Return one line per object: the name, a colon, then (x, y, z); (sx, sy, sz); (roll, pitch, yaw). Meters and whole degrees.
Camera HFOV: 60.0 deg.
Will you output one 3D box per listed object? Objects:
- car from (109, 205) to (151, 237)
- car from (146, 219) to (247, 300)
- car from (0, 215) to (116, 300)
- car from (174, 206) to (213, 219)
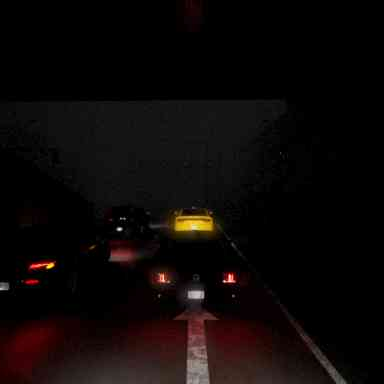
car: (-3.414, 1.500, 18.072); (1.837, 1.490, 4.892); (0, 0, 0)
car: (0.085, 1.599, 8.321); (1.895, 1.301, 4.718); (0, 0, 0)
car: (-3.418, 1.524, 8.271); (1.812, 1.442, 4.674); (0, 0, 0)
car: (0.087, 1.473, 17.665); (1.882, 1.535, 5.008); (0, 0, 0)
